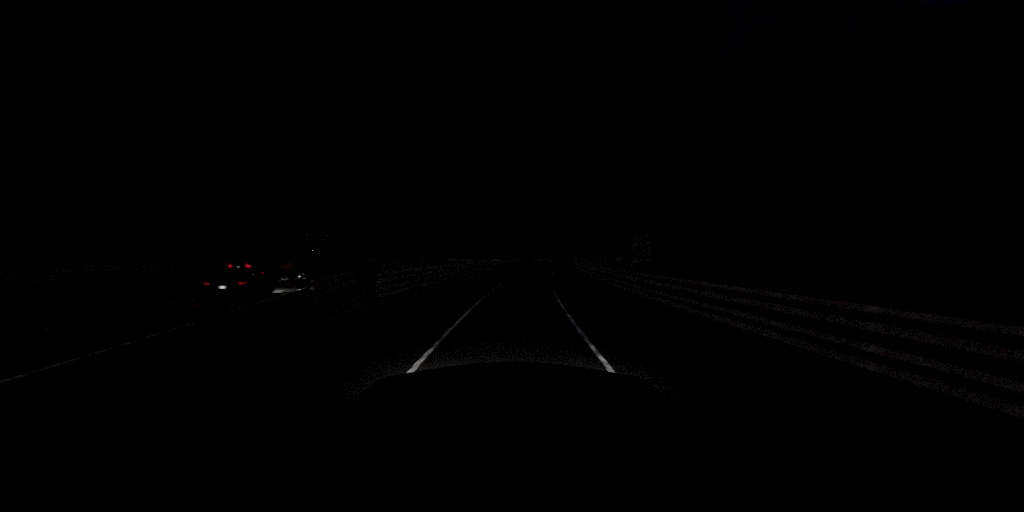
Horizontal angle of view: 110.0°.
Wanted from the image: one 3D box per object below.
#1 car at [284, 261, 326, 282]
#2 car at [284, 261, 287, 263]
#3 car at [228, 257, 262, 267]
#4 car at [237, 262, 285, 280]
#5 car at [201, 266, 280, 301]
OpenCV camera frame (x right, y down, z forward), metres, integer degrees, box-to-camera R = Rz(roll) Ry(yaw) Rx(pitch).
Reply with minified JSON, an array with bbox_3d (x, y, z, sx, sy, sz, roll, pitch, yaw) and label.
[{"bbox_3d":[-18.047,1.426,31.528,1.837,1.490,4.892,0,0,-18],"label":"car"},{"bbox_3d":[-32.731,1.514,52.868,1.882,1.535,5.008,0,-1,-20],"label":"car"},{"bbox_3d":[-27.077,1.146,36.893,2.150,2.045,5.566,0,-1,-19],"label":"car"},{"bbox_3d":[-21.347,1.467,30.669,1.994,1.385,4.181,0,0,-18],"label":"car"},{"bbox_3d":[-13.909,1.423,18.433,1.994,1.385,4.181,0,0,-17],"label":"car"}]
